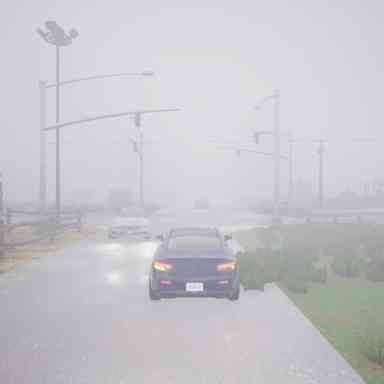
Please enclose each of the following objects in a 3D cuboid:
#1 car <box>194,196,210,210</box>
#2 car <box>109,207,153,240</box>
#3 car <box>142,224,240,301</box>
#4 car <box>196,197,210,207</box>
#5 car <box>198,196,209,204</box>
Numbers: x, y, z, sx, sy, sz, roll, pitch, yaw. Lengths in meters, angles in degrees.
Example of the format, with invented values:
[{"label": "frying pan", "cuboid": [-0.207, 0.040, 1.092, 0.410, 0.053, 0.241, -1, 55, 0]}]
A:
[{"label": "car", "cuboid": [1.272, 1.512, 42.890, 2.033, 1.411, 5.357, 0, 0, 3]}, {"label": "car", "cuboid": [-3.048, 1.526, 17.210, 1.812, 1.442, 4.674, 1, 0, -6]}, {"label": "car", "cuboid": [0.049, 1.526, 8.230, 1.812, 1.442, 4.674, 0, 0, 0]}, {"label": "car", "cuboid": [1.750, 1.512, 53.040, 2.033, 1.411, 5.357, 0, 0, 2]}, {"label": "car", "cuboid": [2.283, 1.512, 63.551, 2.033, 1.411, 5.357, 0, 0, 3]}]
